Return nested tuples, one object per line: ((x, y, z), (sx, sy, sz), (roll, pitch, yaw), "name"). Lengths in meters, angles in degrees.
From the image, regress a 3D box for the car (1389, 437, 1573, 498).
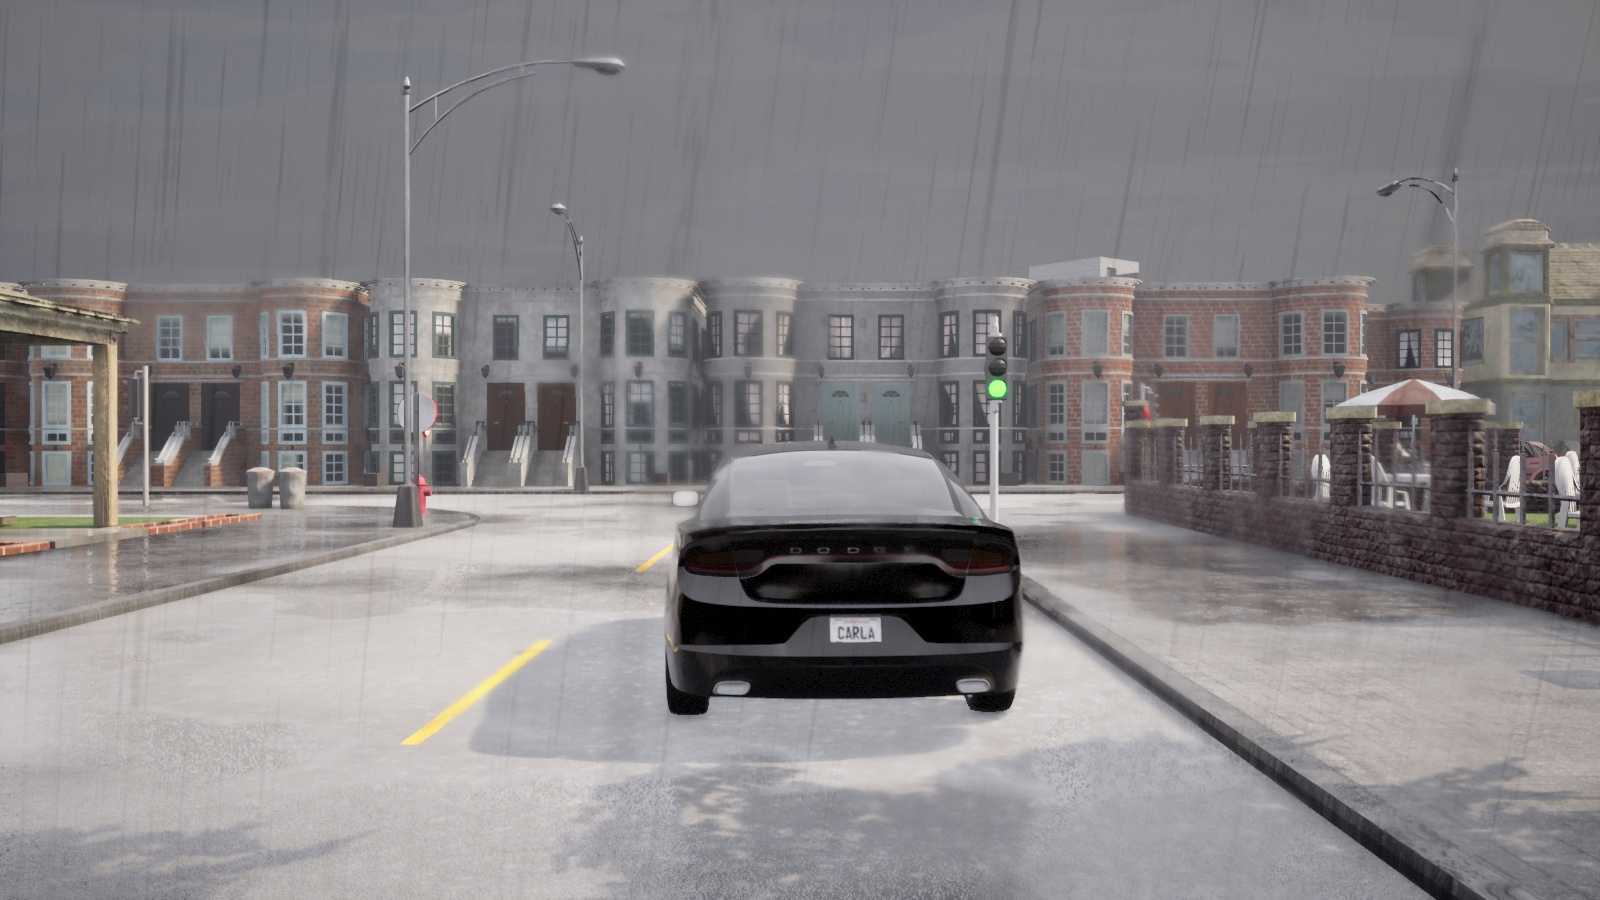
((18.454, 0.467, 34.165), (3.988, 1.617, 1.851), (0, 0, 1), "car")

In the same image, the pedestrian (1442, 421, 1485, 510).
((13.765, 0.320, 26.053), (0.706, 1.836, 0.354), (0, 0, 4), "pedestrian")

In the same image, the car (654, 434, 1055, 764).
((0.153, 0.677, 8.391), (1.882, 1.535, 5.008), (0, 0, -2), "car")
